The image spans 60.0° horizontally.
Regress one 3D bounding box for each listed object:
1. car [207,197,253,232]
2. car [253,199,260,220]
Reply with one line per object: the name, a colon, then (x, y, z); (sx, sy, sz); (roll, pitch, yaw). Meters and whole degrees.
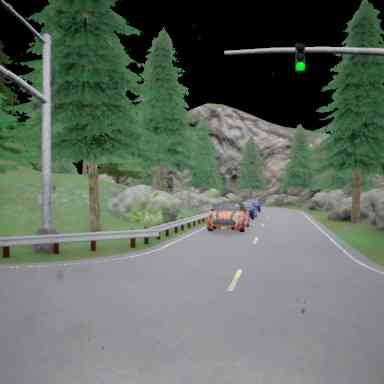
car: (2.310, 1.383, 20.322); (2.097, 1.767, 4.553); (0, 0, 15)
car: (4.653, 1.521, 29.154); (1.882, 1.535, 5.008); (0, 0, 15)
